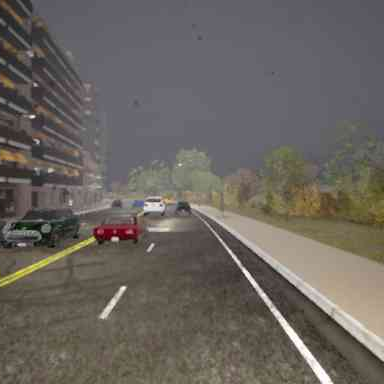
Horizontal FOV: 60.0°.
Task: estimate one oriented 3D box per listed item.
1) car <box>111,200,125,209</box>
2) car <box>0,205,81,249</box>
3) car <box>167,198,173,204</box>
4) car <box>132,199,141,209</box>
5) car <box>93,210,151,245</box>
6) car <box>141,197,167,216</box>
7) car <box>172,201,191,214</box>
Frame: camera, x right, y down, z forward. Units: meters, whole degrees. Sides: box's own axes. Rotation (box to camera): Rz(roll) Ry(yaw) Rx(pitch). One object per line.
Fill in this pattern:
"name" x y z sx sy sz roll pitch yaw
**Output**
"car" -12.297 2.045 55.258 1.837 1.490 4.892 0 0 -5
"car" -6.790 1.517 15.446 2.097 1.767 4.553 0 -1 -1
"car" -5.779 2.216 82.005 1.882 1.535 5.008 0 0 -9
"car" -9.223 2.023 57.212 1.882 1.535 5.008 0 0 -5
"car" -3.348 1.767 16.504 1.895 1.301 4.718 0 -1 -1
"car" -4.229 1.585 37.783 2.150 2.045 5.566 0 0 -4
"car" -1.145 1.882 40.323 1.837 1.490 4.892 0 0 -4
